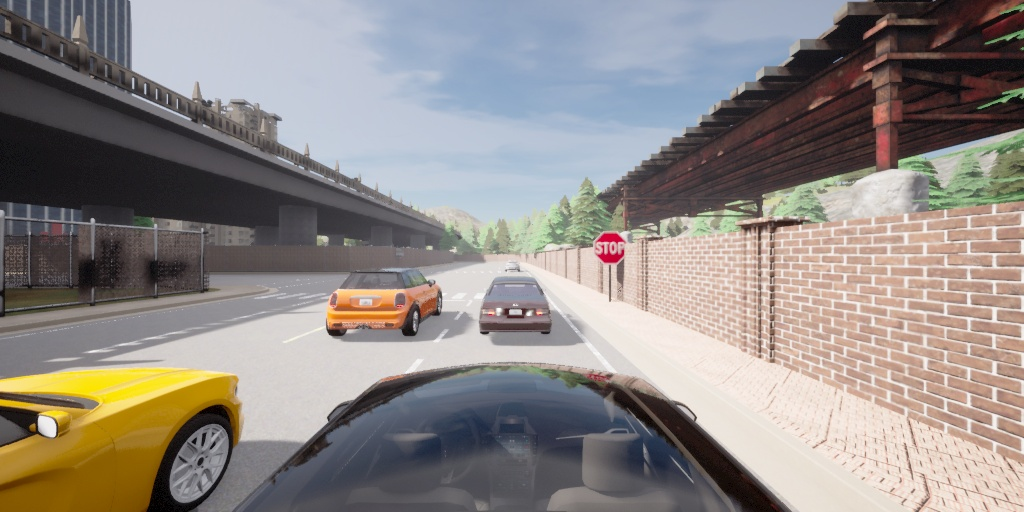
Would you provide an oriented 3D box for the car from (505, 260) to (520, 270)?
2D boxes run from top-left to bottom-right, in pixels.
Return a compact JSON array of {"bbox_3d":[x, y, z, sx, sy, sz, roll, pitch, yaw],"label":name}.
[{"bbox_3d":[0.067,1.276,46.380,1.812,1.442,4.674,0,0,-1],"label":"car"}]

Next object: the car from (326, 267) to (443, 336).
[{"bbox_3d":[-3.423,1.102,10.515,2.097,1.767,4.553,0,0,0],"label":"car"}]

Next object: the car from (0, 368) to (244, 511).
[{"bbox_3d":[-3.398,1.228,1.257,1.882,1.535,5.008,0,0,0],"label":"car"}]

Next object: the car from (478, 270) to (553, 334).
[{"bbox_3d":[0.078,1.297,10.537,2.033,1.411,5.357,0,0,0],"label":"car"}]
